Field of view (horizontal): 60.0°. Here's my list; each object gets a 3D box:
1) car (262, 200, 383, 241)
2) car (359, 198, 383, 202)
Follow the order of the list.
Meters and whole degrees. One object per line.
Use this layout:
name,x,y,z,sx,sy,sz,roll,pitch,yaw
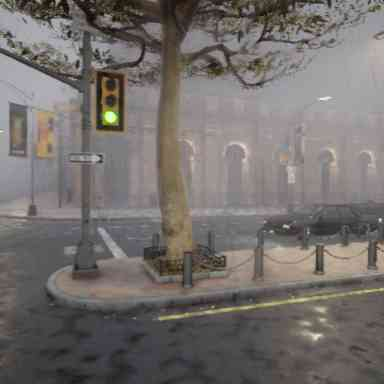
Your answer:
car,5.776,1.233,14.546,5.357,1.411,2.033,0,2,-20
car,12.826,1.119,24.228,4.718,1.301,1.895,0,2,-20
